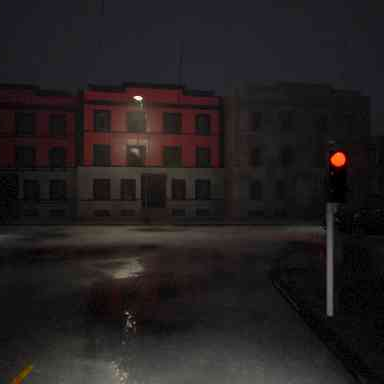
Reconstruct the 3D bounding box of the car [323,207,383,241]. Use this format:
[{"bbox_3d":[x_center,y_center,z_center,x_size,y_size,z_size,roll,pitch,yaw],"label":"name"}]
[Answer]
[{"bbox_3d":[8.915,1.491,16.049,4.902,1.511,2.128,0,0,0],"label":"car"}]
